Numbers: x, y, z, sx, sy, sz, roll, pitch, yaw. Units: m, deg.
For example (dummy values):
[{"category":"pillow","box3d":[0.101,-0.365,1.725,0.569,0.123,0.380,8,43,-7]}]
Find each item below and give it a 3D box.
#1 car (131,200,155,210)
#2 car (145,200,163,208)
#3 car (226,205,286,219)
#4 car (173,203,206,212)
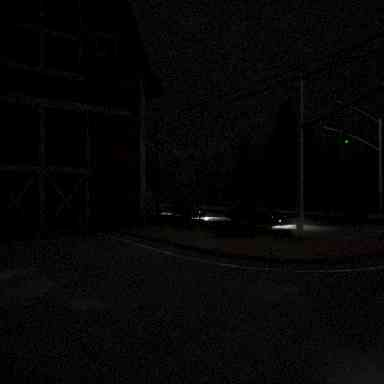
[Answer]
[{"category":"car","box3d":[-7.439,1.888,50.651,1.994,1.385,4.181,0,0,-34]},{"category":"car","box3d":[-5.352,1.869,41.081,1.895,1.301,4.718,0,0,-34]},{"category":"car","box3d":[4.857,1.722,26.208,2.033,1.411,5.357,0,0,-34]},{"category":"car","box3d":[-0.365,1.787,33.819,1.994,1.385,4.181,0,0,-34]}]
